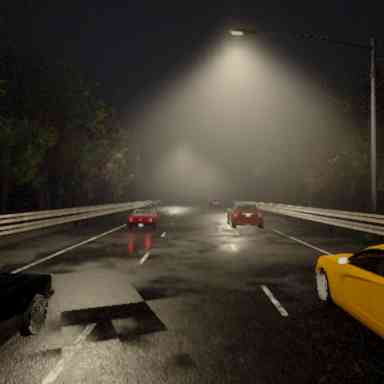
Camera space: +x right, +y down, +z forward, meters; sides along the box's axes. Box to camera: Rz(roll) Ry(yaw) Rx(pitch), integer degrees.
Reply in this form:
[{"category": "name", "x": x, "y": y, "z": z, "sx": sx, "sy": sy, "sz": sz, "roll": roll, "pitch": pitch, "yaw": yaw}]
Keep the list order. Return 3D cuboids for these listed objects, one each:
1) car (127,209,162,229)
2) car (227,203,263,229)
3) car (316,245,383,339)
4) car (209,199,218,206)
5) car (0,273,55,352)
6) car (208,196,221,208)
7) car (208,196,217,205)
[{"category": "car", "x": -3.252, "y": 1.863, "z": 23.601, "sx": 1.895, "sy": 1.301, "sz": 4.718, "roll": 0, "pitch": -1, "yaw": 1}, {"category": "car", "x": 3.757, "y": 1.622, "z": 24.200, "sx": 2.097, "sy": 1.767, "sz": 4.553, "roll": 0, "pitch": -1, "yaw": 1}, {"category": "car", "x": 3.615, "y": 1.538, "z": 5.258, "sx": 1.882, "sy": 1.535, "sz": 5.008, "roll": 0, "pitch": -1, "yaw": 0}, {"category": "car", "x": 4.821, "y": 2.283, "z": 73.966, "sx": 1.882, "sy": 1.535, "sz": 5.008, "roll": 0, "pitch": -1, "yaw": 2}, {"category": "car", "x": -3.390, "y": 1.644, "z": 3.843, "sx": 1.895, "sy": 1.301, "sz": 4.718, "roll": 0, "pitch": -1, "yaw": 0}, {"category": "car", "x": 4.464, "y": 2.120, "z": 63.018, "sx": 2.033, "sy": 1.649, "sz": 4.856, "roll": 0, "pitch": -1, "yaw": 2}, {"category": "car", "x": 5.236, "y": 2.141, "z": 84.946, "sx": 2.150, "sy": 2.045, "sz": 5.566, "roll": 0, "pitch": -1, "yaw": 2}]
